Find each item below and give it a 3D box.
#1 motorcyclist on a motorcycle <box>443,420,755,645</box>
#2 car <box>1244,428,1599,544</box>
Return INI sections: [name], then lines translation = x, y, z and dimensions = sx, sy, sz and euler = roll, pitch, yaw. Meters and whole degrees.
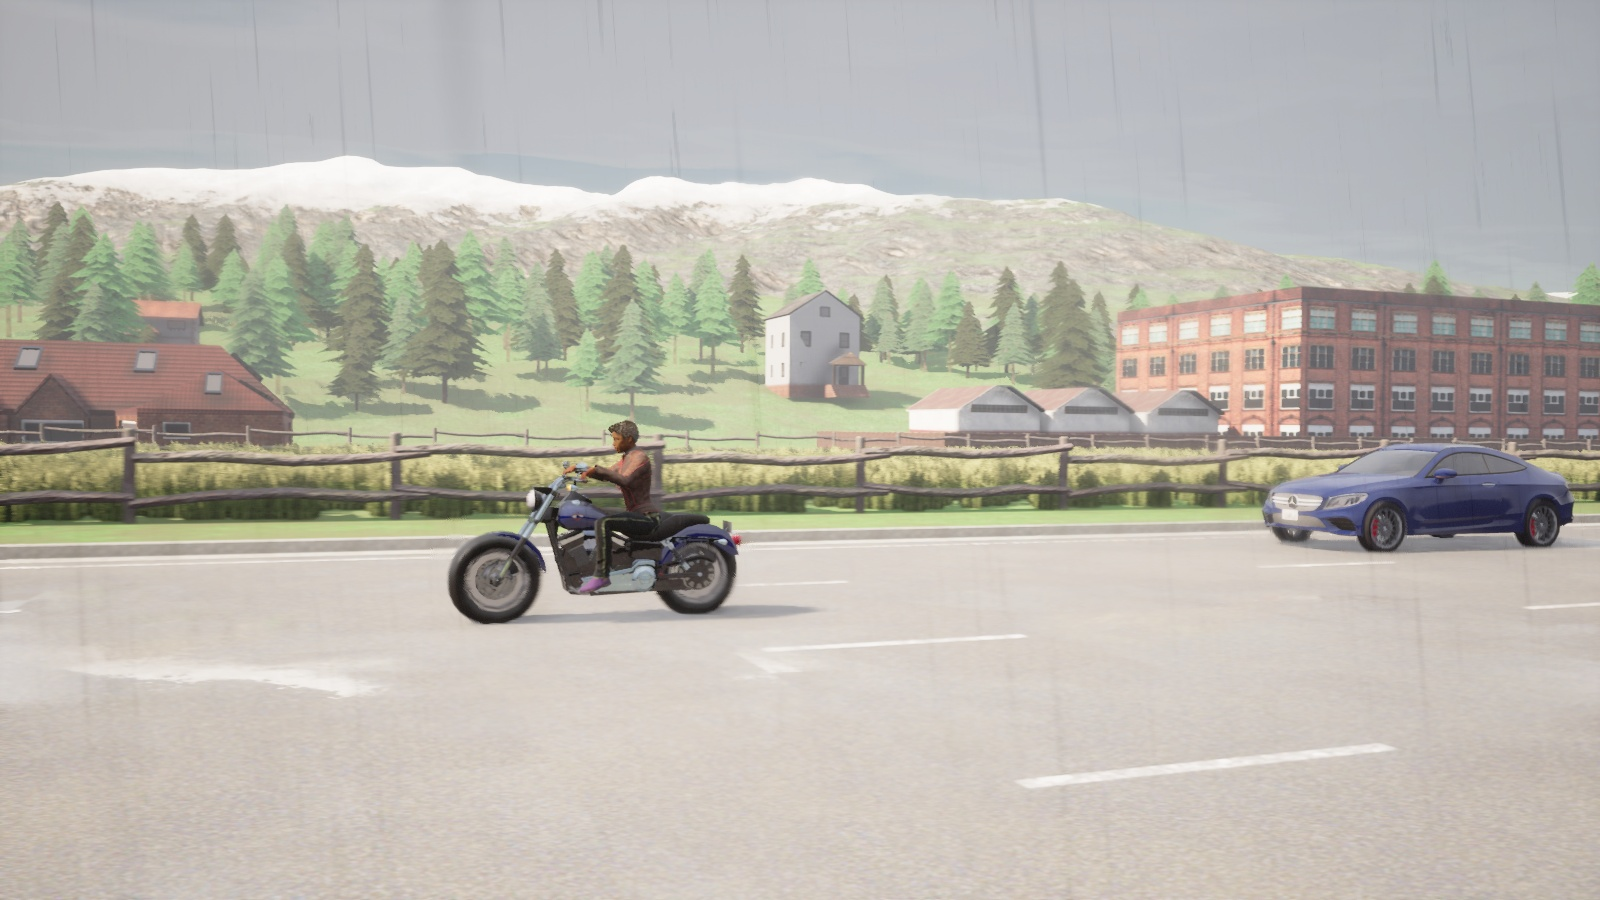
[motorcyclist on a motorcycle]
translation = -1.608, 0.601, 10.115
dimensions = 2.350, 1.649, 0.766
euler = -1, 1, -21
[car]
translation = 8.822, 0.438, 17.819
dimensions = 4.674, 1.442, 1.812
euler = -1, 1, -21
